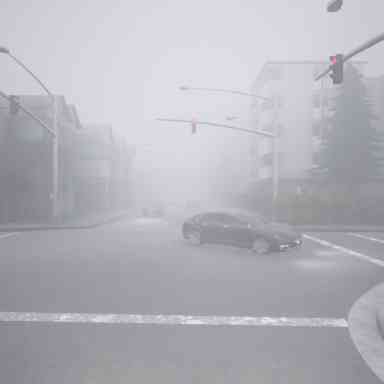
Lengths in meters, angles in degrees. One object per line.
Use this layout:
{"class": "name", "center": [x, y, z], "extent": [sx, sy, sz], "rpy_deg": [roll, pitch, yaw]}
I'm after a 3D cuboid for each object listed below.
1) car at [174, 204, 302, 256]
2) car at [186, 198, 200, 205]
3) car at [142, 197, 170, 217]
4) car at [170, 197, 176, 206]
{"class": "car", "center": [1.759, 1.456, 12.974], "extent": [4.892, 1.490, 1.837], "rpy_deg": [1, 2, 39]}
{"class": "car", "center": [0.104, 1.526, 45.561], "extent": [1.812, 1.442, 4.674], "rpy_deg": [0, 0, 0]}
{"class": "car", "center": [-3.593, 1.491, 31.581], "extent": [2.128, 1.511, 4.902], "rpy_deg": [0, 0, 0]}
{"class": "car", "center": [-3.498, 1.493, 52.490], "extent": [2.128, 1.511, 4.902], "rpy_deg": [0, 0, 0]}
